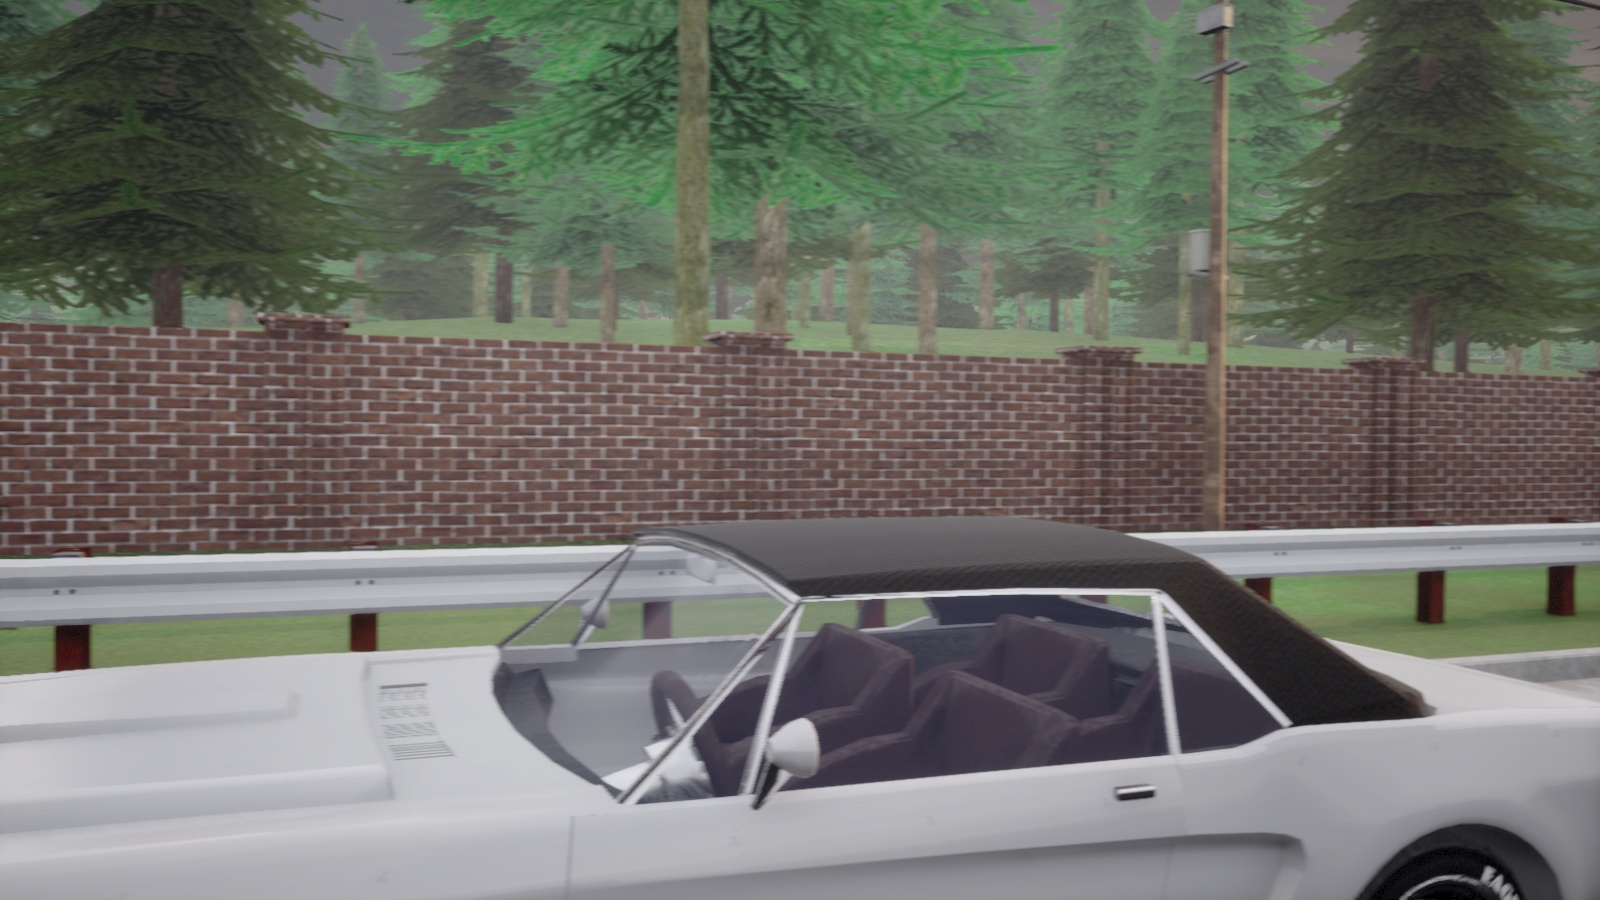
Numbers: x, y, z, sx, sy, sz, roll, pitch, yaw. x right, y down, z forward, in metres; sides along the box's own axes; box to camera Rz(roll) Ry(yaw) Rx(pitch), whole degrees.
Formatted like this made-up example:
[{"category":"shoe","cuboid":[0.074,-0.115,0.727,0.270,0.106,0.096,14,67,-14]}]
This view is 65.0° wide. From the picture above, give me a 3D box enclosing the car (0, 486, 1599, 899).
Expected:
[{"category":"car","cuboid":[0.062,0.844,3.264,4.718,1.301,1.895,-1,1,-21]}]
